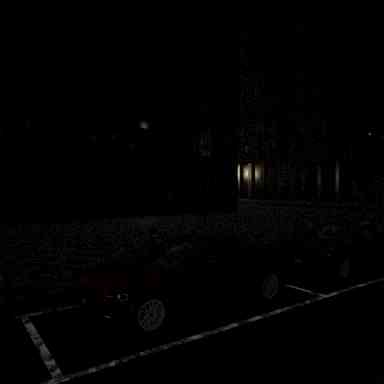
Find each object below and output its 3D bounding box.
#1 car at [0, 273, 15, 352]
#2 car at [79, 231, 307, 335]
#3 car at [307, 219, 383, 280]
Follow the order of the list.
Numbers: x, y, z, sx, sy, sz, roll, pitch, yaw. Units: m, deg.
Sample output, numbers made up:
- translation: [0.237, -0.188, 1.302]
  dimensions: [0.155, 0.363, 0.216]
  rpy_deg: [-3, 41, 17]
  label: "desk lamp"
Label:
- translation: [-4.422, 1.544, 3.507]
  dimensions: [4.507, 1.381, 1.887]
  rpy_deg: [0, 0, -36]
  label: "car"
- translation: [0.073, 1.545, 6.720]
  dimensions: [4.507, 1.381, 1.887]
  rpy_deg: [0, 0, -36]
  label: "car"
- translation: [4.568, 1.546, 9.933]
  dimensions: [4.507, 1.381, 1.887]
  rpy_deg: [0, 0, -36]
  label: "car"
